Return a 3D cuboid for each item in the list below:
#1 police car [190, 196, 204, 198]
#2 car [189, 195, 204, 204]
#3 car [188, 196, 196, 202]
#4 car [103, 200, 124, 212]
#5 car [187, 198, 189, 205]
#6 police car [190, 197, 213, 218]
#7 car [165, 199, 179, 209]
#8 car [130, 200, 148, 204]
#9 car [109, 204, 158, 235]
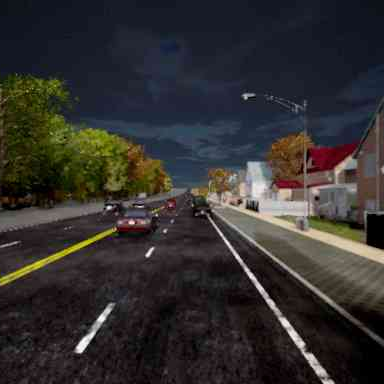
[{"bbox_3d":[0.976,1.674,42.977,1.930,1.638,5.238,0,0,0],"label":"police car"},{"bbox_3d":[0.976,1.502,48.897,2.150,2.045,5.566,0,0,0],"label":"car"},{"bbox_3d":[0.002,1.861,85.617,1.882,1.535,5.008,0,0,0],"label":"car"},{"bbox_3d":[-9.830,1.732,41.899,2.128,1.511,4.902,0,0,0],"label":"car"},{"bbox_3d":[0.002,1.825,66.647,1.837,1.490,4.892,0,0,0],"label":"car"},{"bbox_3d":[0.975,1.619,32.977,1.930,1.638,5.238,0,0,0],"label":"police car"},{"bbox_3d":[-3.147,1.815,51.055,1.812,1.442,4.674,0,0,0],"label":"car"},{"bbox_3d":[-6.580,1.733,41.995,2.128,1.511,4.902,0,0,0],"label":"car"},{"bbox_3d":[-3.149,1.667,19.836,2.033,1.411,5.357,0,0,0],"label":"car"}]
